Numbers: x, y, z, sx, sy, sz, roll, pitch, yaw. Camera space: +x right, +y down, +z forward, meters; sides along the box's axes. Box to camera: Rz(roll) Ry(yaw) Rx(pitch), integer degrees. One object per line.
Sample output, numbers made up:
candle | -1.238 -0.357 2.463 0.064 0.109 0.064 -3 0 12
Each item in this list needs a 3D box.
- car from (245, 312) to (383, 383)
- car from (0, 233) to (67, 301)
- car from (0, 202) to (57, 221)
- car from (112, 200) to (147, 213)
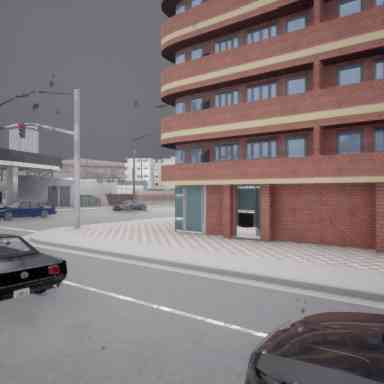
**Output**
car | 2.697 1.514 2.071 4.892 1.490 1.837 0 0 35
car | -4.986 1.599 7.535 4.718 1.301 1.895 0 0 36
car | -14.126 1.545 27.929 2.033 1.411 5.357 0 0 34
car | -7.086 1.588 38.146 1.994 1.385 4.181 0 0 34
